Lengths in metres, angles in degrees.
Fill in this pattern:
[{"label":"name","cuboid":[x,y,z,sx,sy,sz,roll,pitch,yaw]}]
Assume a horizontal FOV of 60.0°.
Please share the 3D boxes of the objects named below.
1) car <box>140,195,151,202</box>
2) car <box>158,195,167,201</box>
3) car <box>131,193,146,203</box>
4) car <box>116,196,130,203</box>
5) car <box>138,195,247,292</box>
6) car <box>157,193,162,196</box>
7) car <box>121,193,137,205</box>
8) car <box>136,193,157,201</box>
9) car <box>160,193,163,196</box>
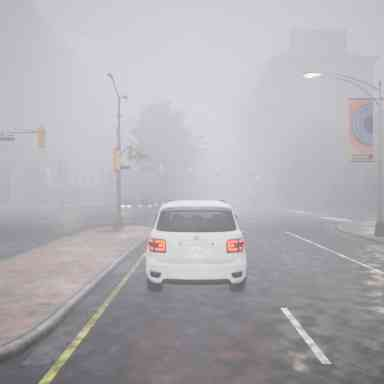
[{"label":"car","cuboid":[-11.175,1.525,80.129,2.128,1.511,4.902,0,0,0]},{"label":"car","cuboid":[-7.649,1.552,86.305,1.994,1.385,4.181,0,0,0]},{"label":"car","cuboid":[-11.218,1.225,69.691,2.150,2.045,5.566,0,0,0]},{"label":"car","cuboid":[-14.466,1.595,69.824,1.895,1.301,4.718,0,0,0]},{"label":"car","cuboid":[0.108,1.221,9.101,2.150,2.045,5.566,0,0,1]},{"label":"car","cuboid":[-7.753,1.525,66.873,1.812,1.442,4.674,0,0,1]},{"label":"car","cuboid":[-11.326,1.491,59.772,2.128,1.511,4.902,0,0,1]},{"label":"car","cuboid":[-7.845,1.352,57.989,2.097,1.767,4.553,0,0,0]},{"label":"car","cuboid":[-7.690,1.225,76.490,2.150,2.045,5.566,0,0,0]}]
